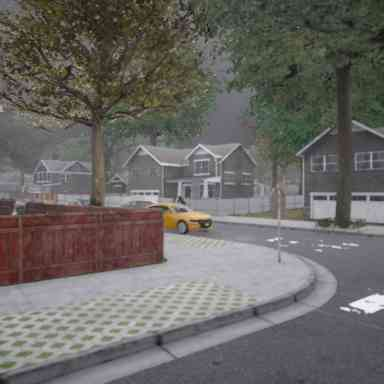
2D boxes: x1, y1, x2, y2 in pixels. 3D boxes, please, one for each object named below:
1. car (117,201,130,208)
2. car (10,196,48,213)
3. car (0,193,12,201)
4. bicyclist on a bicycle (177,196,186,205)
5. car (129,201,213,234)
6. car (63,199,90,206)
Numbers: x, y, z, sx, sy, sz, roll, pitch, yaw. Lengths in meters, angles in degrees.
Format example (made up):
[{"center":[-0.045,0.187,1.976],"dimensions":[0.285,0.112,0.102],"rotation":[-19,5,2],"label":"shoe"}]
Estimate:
[{"center":[-4.277,1.367,25.557],"dimensions":[5.357,1.411,2.033],"rotation":[1,1,43],"label":"car"},{"center":[-15.362,1.272,31.844],"dimensions":[4.181,1.385,1.994],"rotation":[1,1,43],"label":"car"},{"center":[-26.466,0.859,46.197],"dimensions":[4.553,1.767,2.097],"rotation":[1,1,43],"label":"car"},{"center":[-0.880,1.133,26.354],"dimensions":[0.582,1.620,1.656],"rotation":[1,1,43],"label":"bicyclist on a bicycle"},{"center":[-1.065,1.358,18.518],"dimensions":[5.008,1.535,1.882],"rotation":[1,0,43],"label":"car"},{"center":[-8.068,1.294,25.043],"dimensions":[4.902,1.511,2.128],"rotation":[1,1,43],"label":"car"}]
